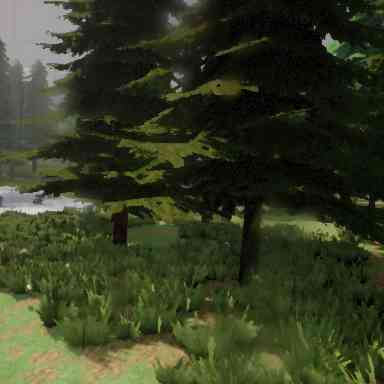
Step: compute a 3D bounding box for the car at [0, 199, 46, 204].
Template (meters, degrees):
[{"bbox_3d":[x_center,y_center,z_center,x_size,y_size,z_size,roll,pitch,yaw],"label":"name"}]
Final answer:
[{"bbox_3d":[-11.985,0.140,22.217,1.812,1.442,4.674,5,3,27],"label":"car"}]
